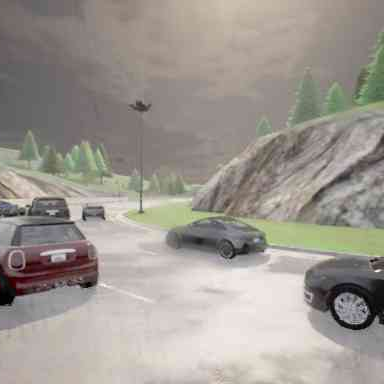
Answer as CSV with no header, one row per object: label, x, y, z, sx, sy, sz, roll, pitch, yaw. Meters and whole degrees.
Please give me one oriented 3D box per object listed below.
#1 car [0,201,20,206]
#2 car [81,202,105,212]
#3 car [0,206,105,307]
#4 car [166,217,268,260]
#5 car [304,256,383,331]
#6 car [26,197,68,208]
car,-15.937,1.727,29.294,1.895,1.301,4.718,0,0,-15
car,-8.810,1.654,29.765,2.128,1.511,4.902,0,0,-17
car,-4.260,1.392,8.441,2.097,1.767,4.553,1,-1,-44
car,0.855,1.660,13.078,1.994,1.385,4.181,1,0,-45
car,4.371,1.566,5.411,4.892,1.490,1.837,0,0,35
car,-9.034,1.323,20.871,2.150,2.045,5.566,0,0,-28
